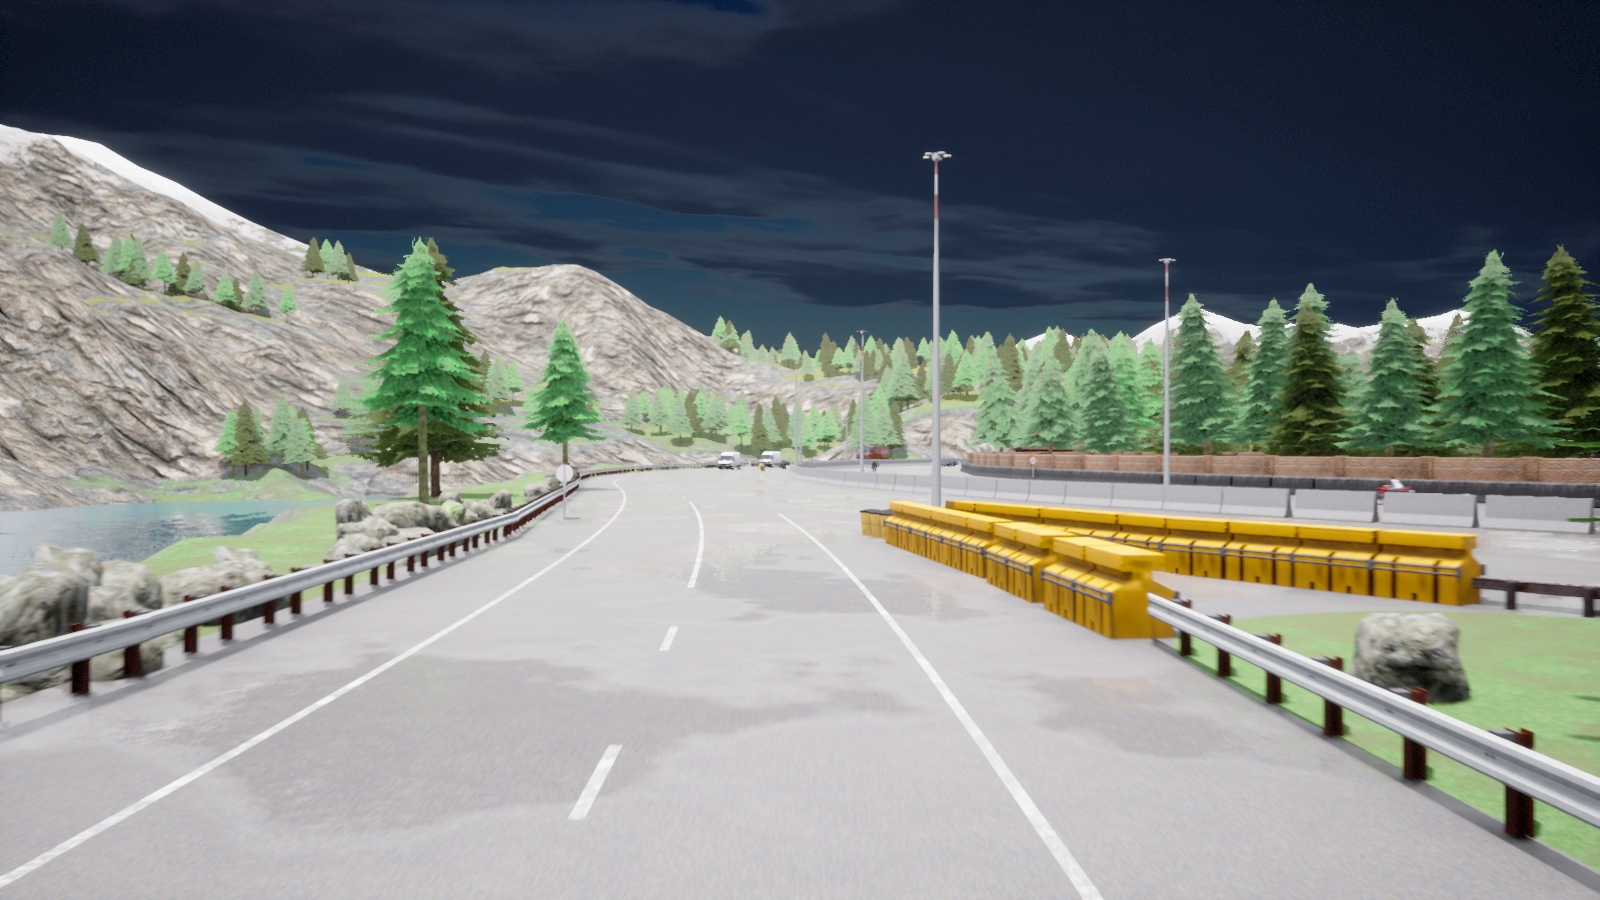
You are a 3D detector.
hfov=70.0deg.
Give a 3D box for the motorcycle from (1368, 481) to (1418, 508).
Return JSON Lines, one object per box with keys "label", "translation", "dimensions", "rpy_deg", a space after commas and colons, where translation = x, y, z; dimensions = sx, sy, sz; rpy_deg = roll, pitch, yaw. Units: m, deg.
{"label": "motorcycle", "translation": [29.094, 2.173, 56.100], "dimensions": [0.803, 1.217, 2.033], "rpy_deg": [2, -1, -28]}
